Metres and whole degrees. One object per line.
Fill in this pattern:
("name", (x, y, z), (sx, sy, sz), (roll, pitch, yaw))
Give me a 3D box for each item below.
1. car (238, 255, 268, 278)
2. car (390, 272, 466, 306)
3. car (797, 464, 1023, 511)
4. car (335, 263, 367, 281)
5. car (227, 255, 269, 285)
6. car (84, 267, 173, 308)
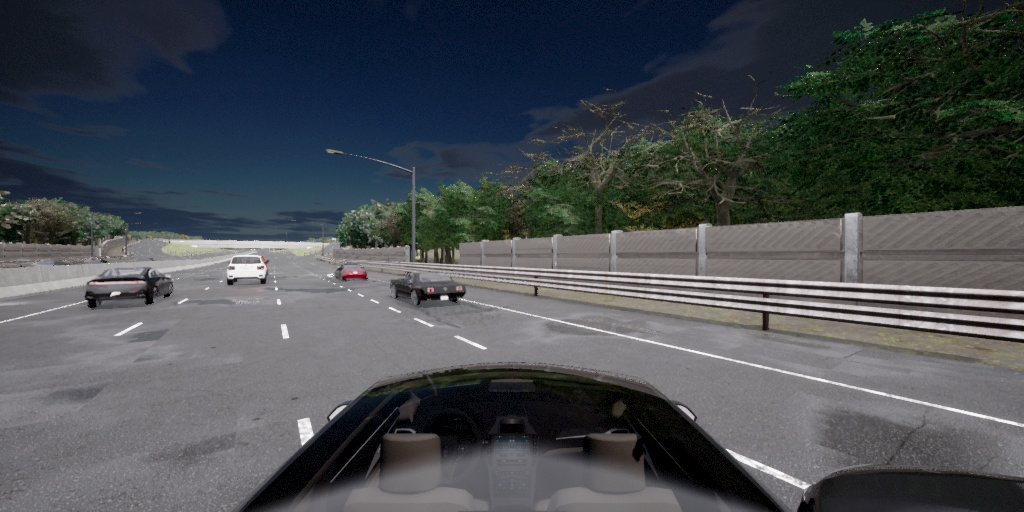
("car", (-25.266, 0.946, 35.171), (2.150, 2.045, 5.566), (0, 0, -34))
("car", (-3.895, 1.348, 15.907), (1.895, 1.301, 4.718), (0, 0, -34))
("car", (2.985, 1.315, 0.468), (4.181, 1.385, 1.994), (0, 0, 34))
("car", (-13.712, 1.299, 30.487), (1.994, 1.385, 4.181), (0, 0, -34))
("car", (-19.275, 0.957, 26.216), (2.150, 2.045, 5.566), (0, 0, -34))
("car", (-16.251, 1.233, 15.449), (2.128, 1.511, 4.902), (0, 0, -34))
